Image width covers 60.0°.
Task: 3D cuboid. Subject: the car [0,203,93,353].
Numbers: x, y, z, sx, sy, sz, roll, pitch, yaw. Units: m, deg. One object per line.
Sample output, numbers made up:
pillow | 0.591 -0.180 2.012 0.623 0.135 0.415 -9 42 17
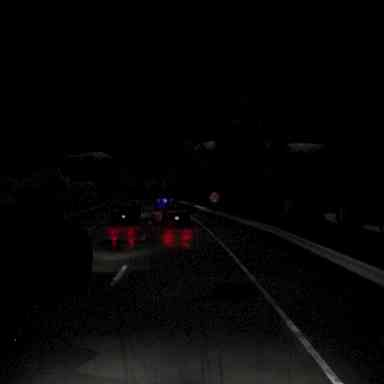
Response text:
car | -3.557 1.212 6.229 2.150 2.045 5.566 0 0 -2

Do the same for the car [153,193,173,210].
car | -3.515 1.143 40.952 2.150 2.045 5.566 0 0 -9

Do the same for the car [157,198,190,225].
car | -1.182 1.444 23.430 2.128 1.511 4.902 0 0 -5

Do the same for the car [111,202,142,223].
car | -4.817 1.446 24.638 2.128 1.511 4.902 0 0 -6
